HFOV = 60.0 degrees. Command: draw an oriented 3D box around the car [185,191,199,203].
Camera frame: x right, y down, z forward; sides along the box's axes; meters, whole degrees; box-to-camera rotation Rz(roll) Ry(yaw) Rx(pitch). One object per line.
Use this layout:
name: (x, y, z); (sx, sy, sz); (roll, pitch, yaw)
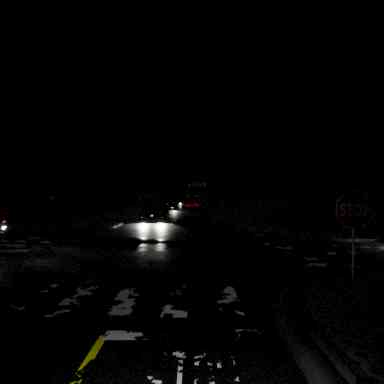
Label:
car: (-0.012, 0.856, 56.420); (2.150, 2.045, 5.566); (0, 1, 0)

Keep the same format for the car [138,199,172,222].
car: (-2.852, 1.486, 25.584); (1.994, 1.385, 4.181); (0, 0, 0)

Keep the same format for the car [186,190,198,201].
car: (-0.015, 0.728, 66.841); (2.150, 2.045, 5.566); (0, 1, 0)

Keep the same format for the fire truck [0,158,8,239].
fire truck: (-11.298, 0.079, 11.656); (8.468, 3.827, 2.891); (2, 0, 0)

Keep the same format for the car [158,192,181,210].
car: (-2.848, 1.019, 40.403); (2.150, 2.045, 5.566); (0, 1, 0)
